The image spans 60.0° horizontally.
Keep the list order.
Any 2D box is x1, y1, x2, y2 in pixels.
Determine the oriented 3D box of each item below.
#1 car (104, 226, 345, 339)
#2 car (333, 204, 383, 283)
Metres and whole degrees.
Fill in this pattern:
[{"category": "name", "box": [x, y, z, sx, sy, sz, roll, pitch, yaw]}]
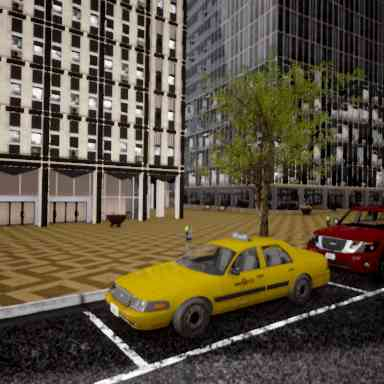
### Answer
[{"category": "car", "box": [0.770, 1.525, 6.574, 4.829, 1.417, 1.752, 0, 1, -35]}, {"category": "car", "box": [5.609, 1.315, 9.835, 5.009, 1.841, 2.192, 0, 1, -34]}]
